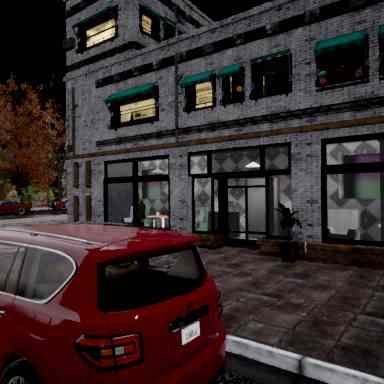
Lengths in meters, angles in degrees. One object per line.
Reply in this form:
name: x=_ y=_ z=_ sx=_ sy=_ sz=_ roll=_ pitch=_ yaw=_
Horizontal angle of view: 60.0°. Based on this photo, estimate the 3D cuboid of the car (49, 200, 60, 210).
car: x=-14.821 y=1.374 z=39.808 sx=1.994 sy=1.385 sz=4.181 roll=-1 pitch=0 yaw=37

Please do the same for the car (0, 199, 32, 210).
car: x=-17.559 y=1.459 z=30.743 sx=1.895 sy=1.301 sz=4.718 roll=-1 pitch=0 yaw=37

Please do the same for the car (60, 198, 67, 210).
car: x=-12.095 y=1.117 z=38.030 sx=2.097 sy=1.767 sz=4.553 roll=-1 pitch=0 yaw=37

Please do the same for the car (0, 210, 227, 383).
car: x=-1.951 y=1.316 z=4.303 sx=5.009 sy=1.841 sz=2.192 roll=0 pitch=-1 yaw=36
